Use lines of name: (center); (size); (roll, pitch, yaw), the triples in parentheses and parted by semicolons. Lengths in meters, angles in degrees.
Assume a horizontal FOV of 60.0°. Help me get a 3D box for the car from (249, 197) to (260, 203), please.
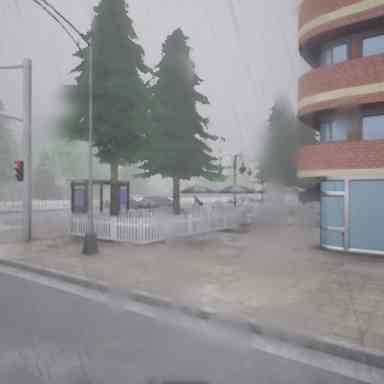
car: (12.237, 1.455, 54.443); (4.718, 1.301, 1.895); (0, 0, -24)

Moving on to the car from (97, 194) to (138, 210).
car: (-8.973, 1.169, 40.476); (2.097, 1.767, 4.553); (0, 0, 38)

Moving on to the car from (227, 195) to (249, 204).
car: (8.146, 1.315, 56.206); (5.008, 1.535, 1.882); (0, 0, -28)

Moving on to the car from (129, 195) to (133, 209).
car: (-4.869, 1.379, 40.310); (2.033, 1.411, 5.357); (0, 0, 37)

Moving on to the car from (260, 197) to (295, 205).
car: (13.334, 1.468, 50.765); (4.718, 1.301, 1.895); (0, 0, -26)

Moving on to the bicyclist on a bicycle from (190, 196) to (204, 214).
bicyclist on a bicycle: (0.406, 1.182, 27.326); (1.656, 1.620, 0.582); (0, 0, 36)

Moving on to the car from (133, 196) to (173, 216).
car: (-2.884, 1.213, 30.934); (2.097, 1.767, 4.553); (0, 0, 36)
